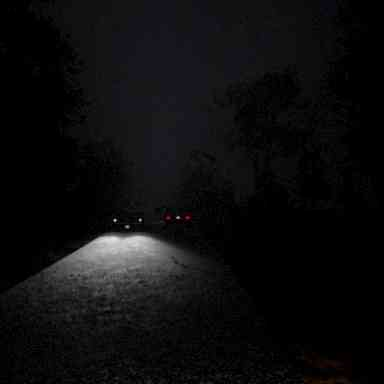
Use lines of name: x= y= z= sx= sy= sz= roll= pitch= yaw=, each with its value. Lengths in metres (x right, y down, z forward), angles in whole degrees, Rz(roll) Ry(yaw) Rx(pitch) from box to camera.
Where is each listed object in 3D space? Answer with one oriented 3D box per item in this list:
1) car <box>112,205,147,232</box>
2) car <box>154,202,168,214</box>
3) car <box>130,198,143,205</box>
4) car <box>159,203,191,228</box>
car: x=-3.893 y=1.717 z=21.325 sx=1.895 sy=1.301 sz=4.718 roll=0 pitch=-1 yaw=-5
car: x=-3.674 y=1.980 z=42.428 sx=1.812 sy=1.442 sz=4.674 roll=0 pitch=-1 yaw=-9
car: x=-10.553 y=2.156 z=63.556 sx=2.150 sy=2.045 sz=5.566 roll=1 pitch=-2 yaw=-11
car: x=-1.112 y=1.695 z=23.362 sx=2.033 sy=1.411 sz=5.357 roll=0 pitch=-1 yaw=-5
